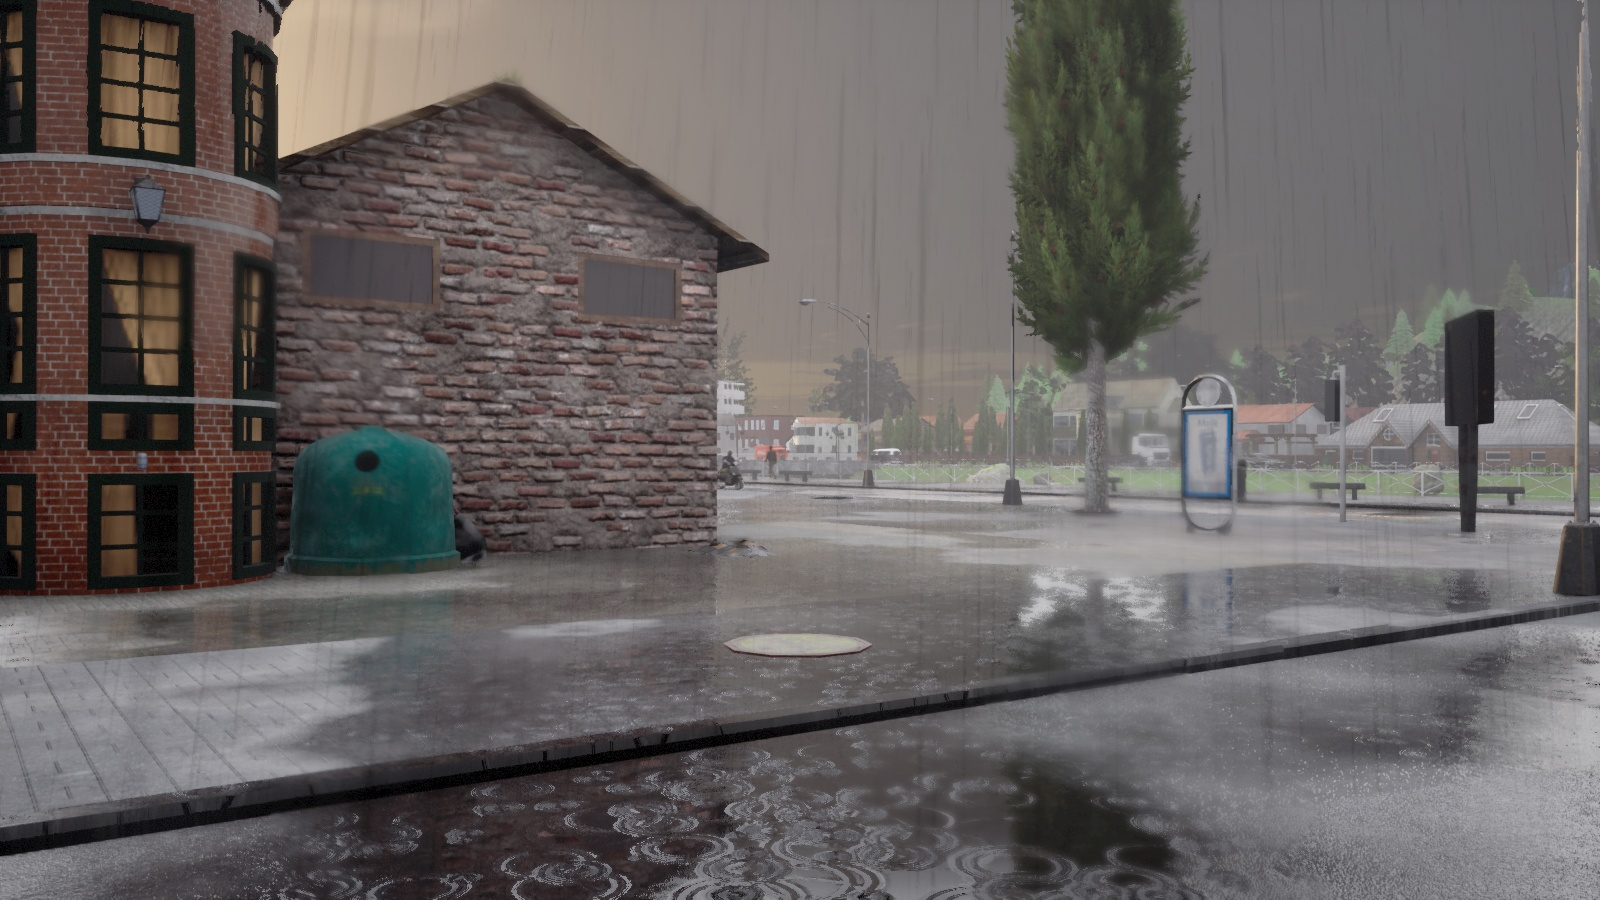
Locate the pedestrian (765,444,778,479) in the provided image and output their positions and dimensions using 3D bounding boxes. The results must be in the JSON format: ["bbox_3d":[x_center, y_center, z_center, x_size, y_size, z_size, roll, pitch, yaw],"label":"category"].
[{"bbox_3d":[-1.519,0.623,67.331,0.431,1.840,0.703,0,0,-30],"label":"pedestrian"}]

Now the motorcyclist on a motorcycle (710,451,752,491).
[{"bbox_3d":[-2.777,0.828,50.663,0.866,1.590,1.817,0,0,-35],"label":"motorcyclist on a motorcycle"}]
